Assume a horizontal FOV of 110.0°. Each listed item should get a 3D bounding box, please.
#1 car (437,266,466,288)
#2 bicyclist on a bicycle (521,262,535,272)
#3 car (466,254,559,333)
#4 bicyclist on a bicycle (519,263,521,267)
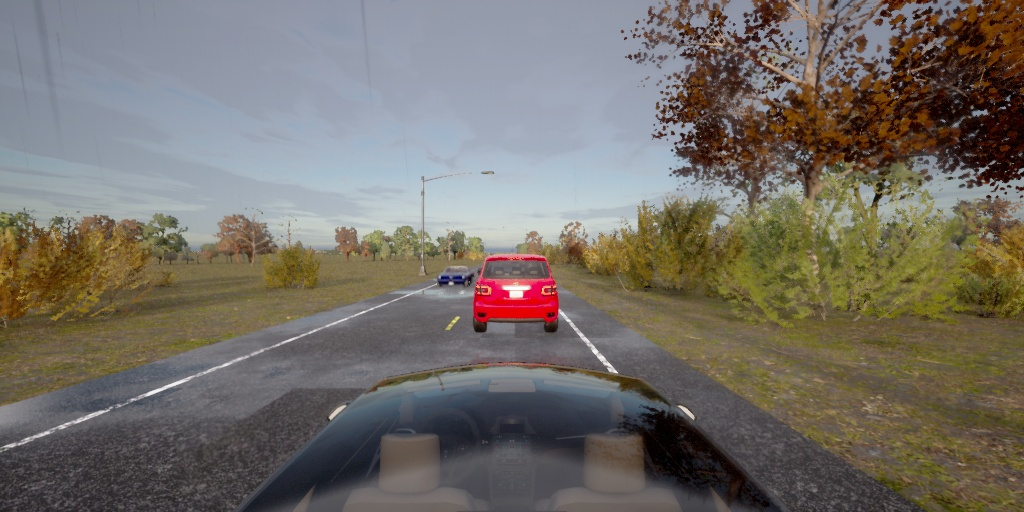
[{"bbox_3d":[-3.650,1.343,23.684,1.895,1.301,4.718,0,0,0],"label":"car"},{"bbox_3d":[0.935,1.114,18.621,0.659,1.776,1.843,0,0,0],"label":"bicyclist on a bicycle"},{"bbox_3d":[0.087,0.968,10.915,2.150,2.045,5.566,0,0,0],"label":"car"},{"bbox_3d":[0.891,1.111,28.634,0.659,1.776,1.843,0,0,0],"label":"bicyclist on a bicycle"}]
